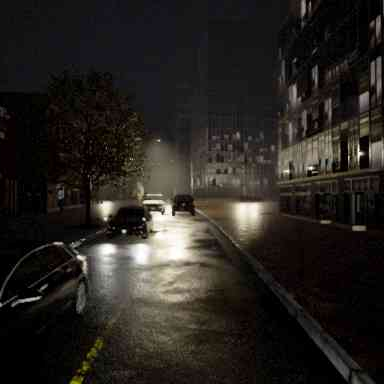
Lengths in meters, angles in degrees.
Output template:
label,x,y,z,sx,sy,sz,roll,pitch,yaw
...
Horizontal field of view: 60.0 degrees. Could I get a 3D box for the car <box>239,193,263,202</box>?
label,x,y,z,sx,sy,sz,roll,pitch,yaw
car,12.151,1.209,68.663,5.009,1.841,2.192,0,-1,13

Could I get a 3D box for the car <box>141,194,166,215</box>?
label,x,y,z,sx,sy,sz,roll,pitch,yaw
car,-3.826,1.221,33.650,2.150,2.045,5.566,0,0,-3

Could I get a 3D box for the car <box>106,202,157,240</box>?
label,x,y,z,sx,sy,sz,roll,pitch,yaw
car,-3.076,1.507,17.175,1.837,1.490,4.892,0,0,-1

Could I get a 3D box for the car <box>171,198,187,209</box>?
label,x,y,z,sx,sy,sz,roll,pitch,yaw
car,-1.876,1.532,46.245,1.812,1.442,4.674,0,0,-7

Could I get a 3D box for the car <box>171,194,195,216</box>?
label,x,y,z,sx,sy,sz,roll,pitch,yaw
car,-0.912,1.230,33.128,2.150,2.045,5.566,0,0,-3

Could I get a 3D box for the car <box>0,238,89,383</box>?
label,x,y,z,sx,sy,sz,roll,pitch,yaw
car,-2.887,1.507,4.598,1.837,1.490,4.892,0,-1,0
